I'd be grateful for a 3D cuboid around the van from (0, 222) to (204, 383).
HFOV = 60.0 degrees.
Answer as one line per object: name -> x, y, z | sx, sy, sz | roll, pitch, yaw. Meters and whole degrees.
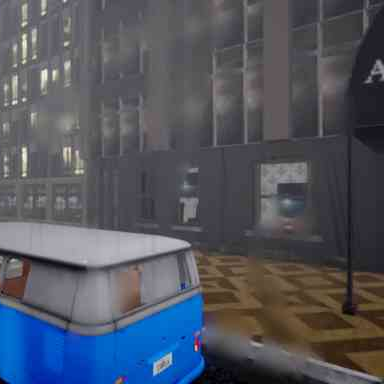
van -> -1.775, 1.340, 4.132 | 3.998, 1.788, 1.690 | 0, 0, 35
